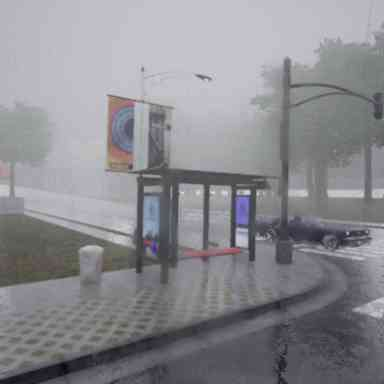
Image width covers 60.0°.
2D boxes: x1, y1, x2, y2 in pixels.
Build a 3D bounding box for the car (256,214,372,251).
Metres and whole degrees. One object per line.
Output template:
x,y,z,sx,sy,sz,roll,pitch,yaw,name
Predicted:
5.130,1.654,14.570,1.895,1.301,4.718,2,-1,-36,car
